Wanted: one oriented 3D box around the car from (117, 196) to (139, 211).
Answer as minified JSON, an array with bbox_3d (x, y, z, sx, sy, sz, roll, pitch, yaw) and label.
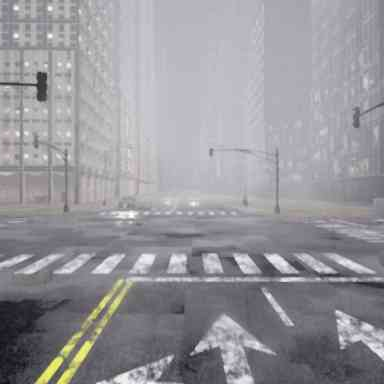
[{"bbox_3d":[-7.016,1.218,36.954,2.128,1.511,4.902,0,1,-1],"label":"car"}]
